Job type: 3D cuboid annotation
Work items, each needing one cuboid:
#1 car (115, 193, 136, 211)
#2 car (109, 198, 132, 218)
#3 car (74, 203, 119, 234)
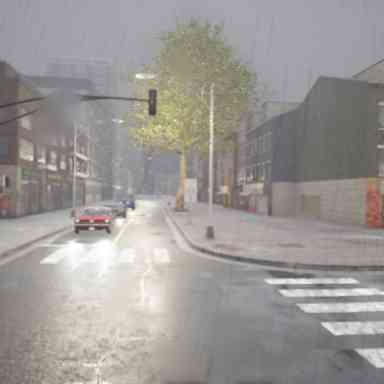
[{"bbox_3d":[-7.890,1.130,39.993,2.150,2.045,5.566,1,0,-7],"label":"car"},{"bbox_3d":[-6.548,1.479,28.636,1.994,1.385,4.181,1,0,-7],"label":"car"},{"bbox_3d":[-5.368,1.526,18.807,1.895,1.301,4.718,1,0,-10],"label":"car"}]
